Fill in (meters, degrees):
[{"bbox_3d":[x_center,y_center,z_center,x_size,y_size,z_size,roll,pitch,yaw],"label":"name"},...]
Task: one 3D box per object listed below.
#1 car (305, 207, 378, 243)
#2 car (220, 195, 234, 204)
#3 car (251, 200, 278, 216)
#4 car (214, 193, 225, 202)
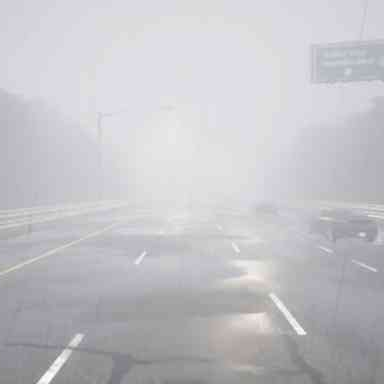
[{"bbox_3d":[7.004,1.505,16.103,1.837,1.490,4.892,0,0,0],"label":"car"},{"bbox_3d":[7.024,1.530,64.375,1.812,1.442,4.674,0,0,0],"label":"car"},{"bbox_3d":[7.012,1.494,32.681,1.882,1.535,5.008,0,0,0],"label":"car"},{"bbox_3d":[7.043,1.542,79.486,1.812,1.442,4.674,0,0,0],"label":"car"}]
